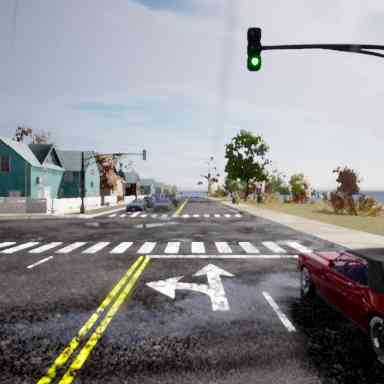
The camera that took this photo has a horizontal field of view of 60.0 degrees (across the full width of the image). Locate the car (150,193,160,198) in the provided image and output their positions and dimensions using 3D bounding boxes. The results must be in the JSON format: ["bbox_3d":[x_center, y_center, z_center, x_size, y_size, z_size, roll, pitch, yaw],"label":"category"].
[{"bbox_3d":[-6.543,1.402,49.925,2.097,1.767,4.553,0,0,0],"label":"car"}]

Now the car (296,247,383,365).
[{"bbox_3d":[3.353,1.603,5.679,1.895,1.301,4.718,0,0,0],"label":"car"}]

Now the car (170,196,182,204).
[{"bbox_3d":[-3.207,1.631,67.372,2.033,1.411,5.357,0,0,0],"label":"car"}]

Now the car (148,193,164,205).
[{"bbox_3d":[-6.509,1.291,60.493,2.150,2.045,5.566,0,0,1],"label":"car"}]

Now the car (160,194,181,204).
[{"bbox_3d":[-3.295,1.273,51.584,2.150,2.045,5.566,0,0,-1],"label":"car"}]

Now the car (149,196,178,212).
[{"bbox_3d":[-3.286,1.581,39.615,2.033,1.411,5.357,0,0,4],"label":"car"}]

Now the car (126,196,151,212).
[{"bbox_3d":[-6.558,1.582,39.968,2.033,1.411,5.357,0,0,0],"label":"car"}]
